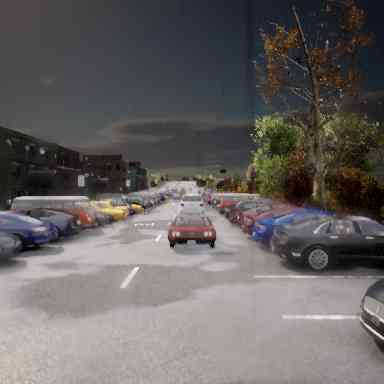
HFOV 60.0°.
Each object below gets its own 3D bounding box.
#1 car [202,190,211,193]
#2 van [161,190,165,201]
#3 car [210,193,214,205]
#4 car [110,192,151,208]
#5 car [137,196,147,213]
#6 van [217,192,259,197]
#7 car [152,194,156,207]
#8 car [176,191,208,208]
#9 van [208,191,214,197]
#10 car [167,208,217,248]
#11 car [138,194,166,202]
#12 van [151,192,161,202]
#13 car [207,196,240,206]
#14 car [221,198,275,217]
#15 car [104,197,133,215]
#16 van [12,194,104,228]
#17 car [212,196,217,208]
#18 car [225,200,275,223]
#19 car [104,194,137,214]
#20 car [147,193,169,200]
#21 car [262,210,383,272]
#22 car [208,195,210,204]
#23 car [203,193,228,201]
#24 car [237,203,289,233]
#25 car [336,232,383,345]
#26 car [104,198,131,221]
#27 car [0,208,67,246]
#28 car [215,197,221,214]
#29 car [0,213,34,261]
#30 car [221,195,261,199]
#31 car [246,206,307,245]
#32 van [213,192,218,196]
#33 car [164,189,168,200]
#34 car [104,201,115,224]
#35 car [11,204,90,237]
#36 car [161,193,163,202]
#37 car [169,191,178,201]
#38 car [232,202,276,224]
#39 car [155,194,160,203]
[{"bbox_3d":[4.883,1.075,55.466,5.566,2.045,2.435,0,1,0],"label":"car"},{"bbox_3d":[-7.548,1.050,58.120,4.442,1.987,1.878,0,1,0],"label":"van"},{"bbox_3d":[4.875,1.300,41.332,4.553,1.767,2.185,0,0,0],"label":"car"},{"bbox_3d":[-7.636,1.183,35.498,5.566,2.045,2.435,0,0,0],"label":"car"},{"bbox_3d":[-7.479,1.435,32.673,5.366,1.575,1.946,0,0,0],"label":"car"},{"bbox_3d":[5.019,1.212,32.734,4.442,1.987,1.878,0,0,0],"label":"van"},{"bbox_3d":[-7.670,1.422,43.976,5.008,1.535,2.097,0,0,0],"label":"car"},{"bbox_3d":[0.000,1.221,29.679,2.150,2.045,5.566,0,0,0],"label":"car"},{"bbox_3d":[4.789,1.192,46.856,4.442,1.987,1.878,0,0,0],"label":"van"},{"bbox_3d":[0.000,1.601,14.680,1.895,1.301,4.718,0,0,0],"label":"car"},{"bbox_3d":[-7.659,1.168,63.775,5.008,1.535,2.097,0,1,0],"label":"car"},{"bbox_3d":[-7.548,1.152,52.590,4.442,1.987,1.878,0,1,0],"label":"van"},{"bbox_3d":[4.905,1.377,52.637,5.008,1.535,2.097,0,1,0],"label":"car"},{"bbox_3d":[4.898,1.450,24.390,5.008,1.535,2.097,0,0,0],"label":"car"},{"bbox_3d":[-7.850,1.443,27.021,5.366,1.575,1.946,0,0,0],"label":"car"},{"bbox_3d":[-7.548,1.232,18.544,4.442,1.987,1.878,0,0,0],"label":"van"},{"bbox_3d":[4.911,1.435,35.560,4.892,1.521,2.231,0,0,0],"label":"car"},{"bbox_3d":[4.908,1.454,21.567,5.008,1.535,2.097,0,0,0],"label":"car"},{"bbox_3d":[-7.633,1.316,29.847,4.553,1.767,2.185,0,0,0],"label":"car"},{"bbox_3d":[-7.662,0.993,75.076,4.674,1.452,2.002,0,1,0],"label":"car"},{"bbox_3d":[4.900,1.471,10.147,4.892,1.521,2.231,0,0,0],"label":"car"},{"bbox_3d":[4.939,1.452,44.029,4.792,1.488,2.163,0,0,0],"label":"car"},{"bbox_3d":[4.909,1.058,69.587,5.008,1.535,2.097,0,1,0],"label":"car"},{"bbox_3d":[4.899,1.462,15.795,5.008,1.535,2.097,0,0,0],"label":"car"},{"bbox_3d":[4.914,1.476,4.500,4.892,1.521,2.231,0,0,0],"label":"car"},{"bbox_3d":[-7.479,1.447,24.195,5.366,1.575,1.946,0,0,0],"label":"car"},{"bbox_3d":[-7.662,1.506,12.893,4.674,1.452,2.002,0,0,0],"label":"car"},{"bbox_3d":[4.909,1.442,30.037,5.008,1.535,2.097,0,0,0],"label":"car"},{"bbox_3d":[-7.667,1.510,10.067,4.674,1.452,2.002,0,0,0],"label":"car"},{"bbox_3d":[4.934,1.320,27.214,4.553,1.767,2.185,0,0,0],"label":"car"},{"bbox_3d":[4.899,1.466,12.971,5.008,1.535,2.097,0,0,0],"label":"car"},{"bbox_3d":[5.023,1.204,38.384,4.442,1.987,1.878,0,0,0],"label":"van"},{"bbox_3d":[-7.693,0.971,60.945,5.566,2.045,2.435,0,1,0],"label":"car"},{"bbox_3d":[-7.667,1.494,21.370,4.674,1.452,2.002,0,0,0],"label":"car"},{"bbox_3d":[-7.694,1.491,15.719,4.792,1.488,2.163,0,0,0],"label":"car"},{"bbox_3d":[-7.662,1.370,55.300,4.674,1.452,2.002,0,1,0],"label":"car"},{"bbox_3d":[-3.250,1.056,69.718,1.812,1.442,4.674,0,1,0],"label":"car"},{"bbox_3d":[4.933,1.487,18.619,4.792,1.488,2.163,0,0,0],"label":"car"},{"bbox_3d":[-7.662,1.449,49.636,4.674,1.452,2.002,0,0,0],"label":"car"}]
